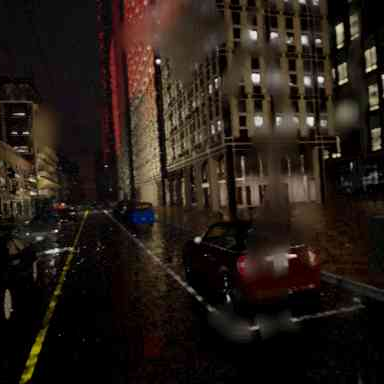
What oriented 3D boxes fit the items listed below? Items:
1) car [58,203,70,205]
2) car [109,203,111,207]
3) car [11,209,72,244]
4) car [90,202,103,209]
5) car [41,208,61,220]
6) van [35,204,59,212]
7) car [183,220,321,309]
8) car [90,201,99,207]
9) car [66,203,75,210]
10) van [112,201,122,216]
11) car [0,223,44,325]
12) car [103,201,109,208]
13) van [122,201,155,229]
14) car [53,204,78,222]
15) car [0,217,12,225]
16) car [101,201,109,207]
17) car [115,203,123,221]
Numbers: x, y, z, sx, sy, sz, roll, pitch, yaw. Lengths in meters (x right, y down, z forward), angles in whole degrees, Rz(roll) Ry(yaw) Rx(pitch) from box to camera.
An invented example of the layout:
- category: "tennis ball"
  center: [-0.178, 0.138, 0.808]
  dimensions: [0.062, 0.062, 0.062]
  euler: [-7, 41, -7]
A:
- category: "car"
  center: [-21.580, 2.788, 54.199]
  dimensions: [2.192, 1.841, 5.009]
  euler: [-4, 0, -17]
- category: "car"
  center: [-8.676, 2.172, 40.395]
  dimensions: [1.947, 1.339, 4.313]
  euler: [-4, 0, -17]
- category: "car"
  center: [-8.134, 2.038, 18.526]
  dimensions: [2.128, 1.511, 4.902]
  euler: [-4, 0, -17]
- category: "car"
  center: [-21.978, 3.048, 75.276]
  dimensions: [2.128, 1.511, 4.902]
  euler: [-4, 0, -17]
- category: "car"
  center: [-18.308, 2.826, 43.383]
  dimensions: [1.802, 1.307, 4.206]
  euler: [-4, 0, -17]
- category: "van"
  center: [-16.697, 2.472, 37.975]
  dimensions: [1.690, 1.788, 3.998]
  euler: [-4, 0, -17]
- category: "car"
  center: [1.080, 1.374, 7.947]
  dimensions: [1.967, 1.590, 4.097]
  euler: [-4, 0, -17]
- category: "car"
  center: [-24.988, 3.133, 85.253]
  dimensions: [1.994, 1.385, 4.181]
  euler: [-4, 0, -17]
- category: "car"
  center: [-29.653, 3.574, 81.076]
  dimensions: [1.752, 1.417, 4.829]
  euler: [-4, 0, -17]
- category: "van"
  center: [-7.063, 1.835, 34.987]
  dimensions: [1.690, 1.788, 3.998]
  euler: [-4, 0, -17]
- category: "car"
  center: [-4.848, 1.801, 7.594]
  dimensions: [1.882, 1.535, 5.008]
  euler: [-4, 0, -17]
- category: "car"
  center: [-20.065, 2.992, 78.250]
  dimensions: [1.802, 1.307, 4.206]
  euler: [-4, 0, -17]
- category: "van"
  center: [-3.809, 1.610, 24.171]
  dimensions: [1.690, 1.788, 3.998]
  euler: [-4, 0, -17]
- category: "car"
  center: [-13.208, 2.446, 35.573]
  dimensions: [2.033, 1.411, 5.357]
  euler: [-4, 0, -16]
- category: "car"
  center: [-11.802, 2.343, 21.751]
  dimensions: [2.008, 1.369, 4.403]
  euler: [-4, 0, -17]
- category: "car"
  center: [-23.319, 3.211, 89.066]
  dimensions: [1.947, 1.339, 4.313]
  euler: [-4, 0, -17]
- category: "car"
  center: [-5.423, 1.931, 29.579]
  dimensions: [2.008, 1.369, 4.403]
  euler: [-4, 0, -17]
